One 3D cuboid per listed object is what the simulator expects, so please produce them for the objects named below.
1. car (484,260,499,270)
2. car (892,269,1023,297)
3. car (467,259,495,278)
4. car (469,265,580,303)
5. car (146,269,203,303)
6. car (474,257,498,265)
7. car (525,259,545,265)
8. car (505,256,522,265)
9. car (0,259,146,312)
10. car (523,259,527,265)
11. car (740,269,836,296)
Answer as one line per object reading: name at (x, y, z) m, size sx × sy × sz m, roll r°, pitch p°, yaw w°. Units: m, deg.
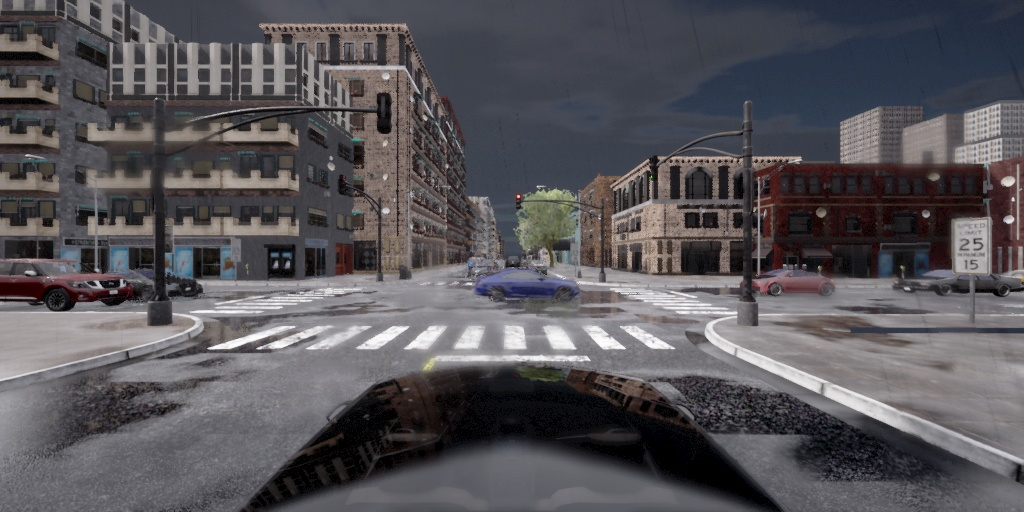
car at (-3.091, 1.372, 54.242) m, size 1.994 × 1.385 × 4.181 m, roll 0°, pitch 0°, yaw 0°
car at (24.018, 1.412, 19.354) m, size 5.357 × 1.411 × 2.033 m, roll 0°, pitch 0°, yaw 0°
car at (-3.106, 1.266, 34.337) m, size 2.128 × 1.511 × 4.902 m, roll 0°, pitch 0°, yaw 0°
car at (0.645, 1.279, 15.984) m, size 4.674 × 1.442 × 1.812 m, roll 0°, pitch 0°, yaw 0°
car at (-16.289, 1.265, 15.841) m, size 4.181 × 1.385 × 1.994 m, roll 0°, pitch 0°, yaw 1°
car at (-3.103, 1.143, 44.231) m, size 2.097 × 1.767 × 4.553 m, roll 0°, pitch 0°, yaw 0°
car at (2.686, 1.330, 36.987) m, size 2.007 × 1.370 × 4.403 m, roll 0°, pitch 0°, yaw 0°
car at (0.094, 1.027, 52.819) m, size 2.150 × 2.045 × 5.566 m, roll 0°, pitch 0°, yaw 0°
car at (-17.278, 1.013, 13.266) m, size 5.009 × 1.841 × 2.192 m, roll 0°, pitch 0°, yaw 0°
car at (2.686, 1.228, 42.684) m, size 1.967 × 1.591 × 4.097 m, roll 0°, pitch 0°, yaw 0°
car at (14.716, 1.387, 19.286) m, size 4.181 × 1.385 × 1.994 m, roll 0°, pitch 0°, yaw 0°
